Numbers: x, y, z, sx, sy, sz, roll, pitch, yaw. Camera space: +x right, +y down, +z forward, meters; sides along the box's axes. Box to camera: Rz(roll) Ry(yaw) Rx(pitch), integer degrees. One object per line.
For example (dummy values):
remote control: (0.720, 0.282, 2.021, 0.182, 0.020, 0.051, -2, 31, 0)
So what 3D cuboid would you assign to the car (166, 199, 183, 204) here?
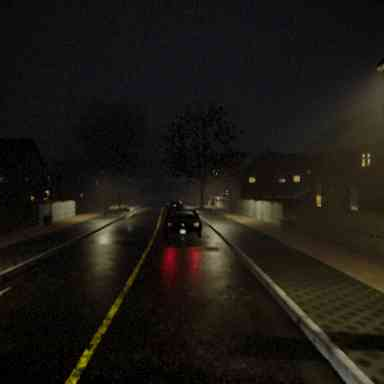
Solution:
car: (-2.080, 1.498, 39.438, 1.994, 1.385, 4.181, 0, 0, -4)

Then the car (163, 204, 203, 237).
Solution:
car: (-0.530, 1.545, 17.642, 1.895, 1.301, 4.718, 0, 0, -3)
